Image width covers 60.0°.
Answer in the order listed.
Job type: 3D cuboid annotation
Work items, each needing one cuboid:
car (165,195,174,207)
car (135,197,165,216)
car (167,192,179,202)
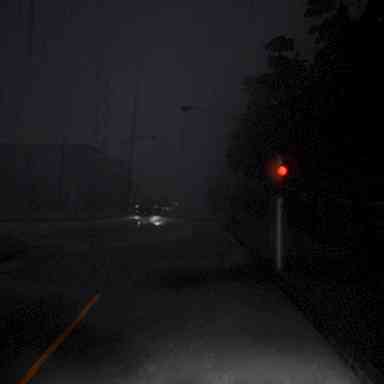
[{"bbox_3d":[-4.019,1.457,47.426,1.994,1.385,4.181,0,0,0],"label":"car"},{"bbox_3d":[-4.075,1.281,31.707,2.097,1.767,4.553,0,0,1],"label":"car"},{"bbox_3d":[-3.899,1.068,68.818,2.150,2.045,5.566,0,0,0],"label":"car"}]
